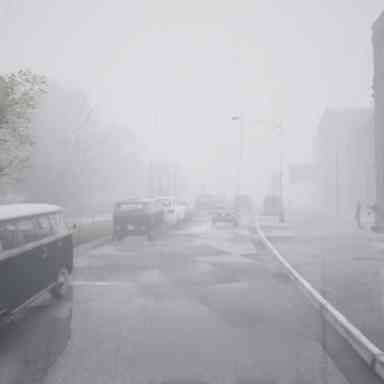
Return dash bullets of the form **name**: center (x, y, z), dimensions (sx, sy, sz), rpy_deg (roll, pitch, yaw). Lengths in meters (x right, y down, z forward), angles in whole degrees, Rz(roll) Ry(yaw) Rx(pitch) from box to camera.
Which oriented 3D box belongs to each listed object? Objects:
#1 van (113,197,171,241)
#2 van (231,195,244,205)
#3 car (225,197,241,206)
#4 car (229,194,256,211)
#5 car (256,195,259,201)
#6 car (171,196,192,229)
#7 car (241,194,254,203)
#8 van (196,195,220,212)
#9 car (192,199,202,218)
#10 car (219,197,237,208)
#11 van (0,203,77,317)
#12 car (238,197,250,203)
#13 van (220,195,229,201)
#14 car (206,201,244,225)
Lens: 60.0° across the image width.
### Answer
- **van**: center (-2.525, 1.297, 16.975), dimensions (1.878, 1.987, 4.442), rpy_deg (-1, 1, 6)
- **van**: center (9.010, 1.498, 65.556), dimensions (1.878, 1.987, 4.442), rpy_deg (-1, -1, 18)
- **car**: center (7.476, 1.686, 60.081), dimensions (2.231, 1.521, 4.892), rpy_deg (-1, 1, 14)
- **car**: center (6.549, 1.352, 42.405), dimensions (2.150, 2.045, 5.566), rpy_deg (0, 0, 14)
- **car**: center (16.439, 1.790, 92.137), dimensions (2.097, 1.535, 5.008), rpy_deg (-1, 0, 18)
- **car**: center (-1.735, 1.300, 22.421), dimensions (2.435, 2.045, 5.566), rpy_deg (-1, 1, 7)
- **car**: center (13.775, 1.535, 82.619), dimensions (2.435, 2.045, 5.566), rpy_deg (-1, 0, 16)
- **van**: center (1.706, 1.394, 38.878), dimensions (1.878, 1.987, 4.442), rpy_deg (-1, 1, 13)
- **car**: center (-0.740, 1.618, 27.892), dimensions (2.002, 1.452, 4.674), rpy_deg (-1, 1, 11)
- **car**: center (5.991, 1.700, 54.774), dimensions (2.163, 1.488, 4.792), rpy_deg (-1, 1, 14)
- **van**: center (-3.527, 1.254, 5.834), dimensions (1.878, 1.987, 4.442), rpy_deg (-1, 1, 1)
- **car**: center (11.961, 1.793, 76.122), dimensions (2.002, 1.452, 4.674), rpy_deg (-1, 0, 16)
- **van**: center (4.238, 1.426, 48.503), dimensions (1.878, 1.987, 4.442), rpy_deg (-1, 1, 13)
- **car**: center (2.565, 1.616, 24.643), dimensions (2.033, 1.411, 5.357), rpy_deg (0, 0, 10)
